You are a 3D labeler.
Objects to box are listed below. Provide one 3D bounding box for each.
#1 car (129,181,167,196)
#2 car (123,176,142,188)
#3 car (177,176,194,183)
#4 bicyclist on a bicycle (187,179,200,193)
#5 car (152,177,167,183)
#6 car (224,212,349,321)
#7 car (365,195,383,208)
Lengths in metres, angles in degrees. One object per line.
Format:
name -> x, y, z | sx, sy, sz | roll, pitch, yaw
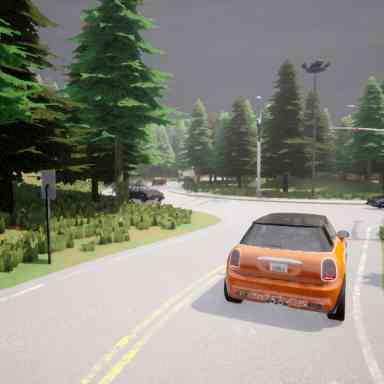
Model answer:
car -> -4.521, 0.079, 30.804 | 2.033, 1.411, 5.357 | -3, 5, -35
car -> -9.501, -1.667, 53.397 | 2.097, 1.767, 4.553 | 0, 4, 2
car -> -1.298, -2.678, 69.826 | 1.812, 1.442, 4.674 | 3, 5, 35
bicyclist on a bicycle -> 0.160, -0.643, 37.309 | 1.656, 1.620, 0.582 | -3, 5, -28
car -> -5.589, -1.887, 58.063 | 1.882, 1.535, 5.008 | 0, 4, 7
car -> 2.359, 1.241, 7.547 | 2.097, 1.767, 4.553 | 2, 2, 25
car -> 15.141, 0.532, 23.085 | 5.357, 1.411, 2.033 | 0, 4, 5
